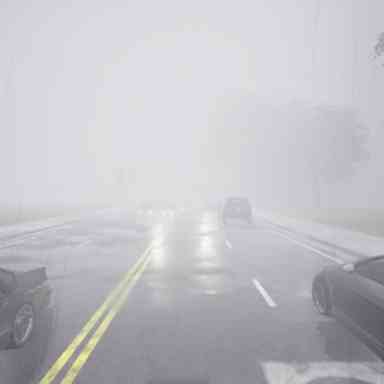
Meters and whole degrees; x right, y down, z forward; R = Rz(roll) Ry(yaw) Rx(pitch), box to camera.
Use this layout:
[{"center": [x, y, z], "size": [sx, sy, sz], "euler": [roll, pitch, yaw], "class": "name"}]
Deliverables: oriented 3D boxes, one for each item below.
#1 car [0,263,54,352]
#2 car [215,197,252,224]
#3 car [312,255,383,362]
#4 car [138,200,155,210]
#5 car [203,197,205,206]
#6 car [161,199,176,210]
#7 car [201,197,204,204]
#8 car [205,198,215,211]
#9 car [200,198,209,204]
[{"center": [-3.348, 1.567, 3.545], "size": [2.033, 1.411, 5.357], "euler": [0, 0, 0], "class": "car"}, {"center": [3.358, 1.374, 26.560], "size": [2.150, 2.045, 5.566], "euler": [0, 0, 0], "class": "car"}, {"center": [3.352, 1.591, 4.909], "size": [1.994, 1.385, 4.181], "euler": [0, 0, 0], "class": "car"}, {"center": [-6.555, 1.846, 47.836], "size": [1.812, 1.442, 4.674], "euler": [0, -1, 0], "class": "car"}, {"center": [3.271, 1.921, 55.587], "size": [1.812, 1.442, 4.674], "euler": [0, -1, 0], "class": "car"}, {"center": [-3.304, 1.815, 47.993], "size": [2.128, 1.511, 4.902], "euler": [0, -1, 0], "class": "car"}, {"center": [3.275, 1.993, 66.589], "size": [1.882, 1.535, 5.008], "euler": [0, -1, 0], "class": "car"}, {"center": [3.267, 1.795, 44.615], "size": [2.163, 1.488, 4.792], "euler": [0, -1, 0], "class": "car"}, {"center": [3.283, 2.295, 88.624], "size": [2.163, 1.488, 4.792], "euler": [0, -1, 0], "class": "car"}]
